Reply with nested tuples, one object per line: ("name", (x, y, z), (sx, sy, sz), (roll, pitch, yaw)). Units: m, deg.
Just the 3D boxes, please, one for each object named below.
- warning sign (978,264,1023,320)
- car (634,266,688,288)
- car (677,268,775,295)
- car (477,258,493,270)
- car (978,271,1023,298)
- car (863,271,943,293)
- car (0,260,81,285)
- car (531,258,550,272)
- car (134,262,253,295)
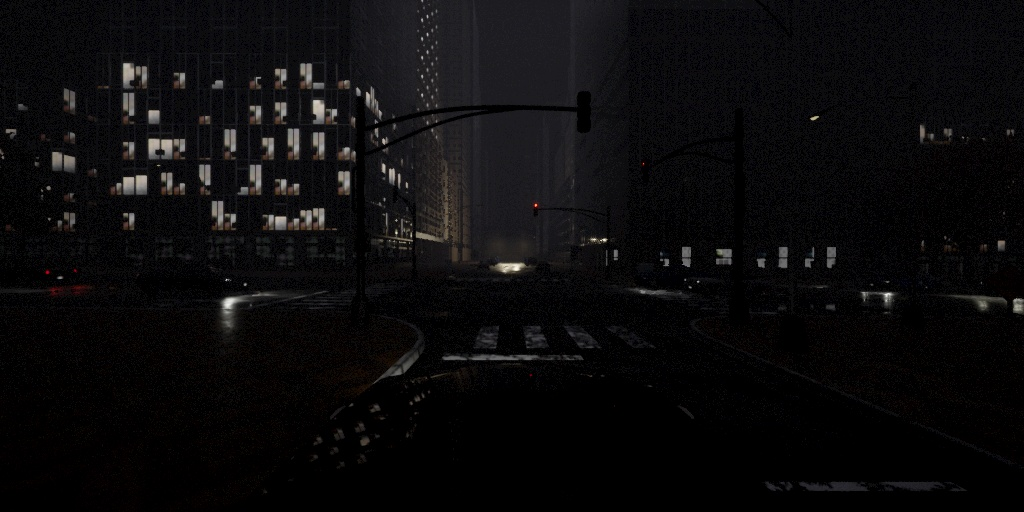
("warning sign", (17.269, 1.204, 12.442), (1.060, 1.860, 1.300), (0, 0, -3))
("car", (11.155, 1.453, 25.058), (5.008, 1.535, 1.882), (1, 0, 1))
("car", (12.953, 1.609, 21.700), (4.718, 1.301, 1.895), (1, 0, -3))
("car", (-4.051, 1.342, 51.726), (1.802, 1.307, 4.207), (0, 0, 0))
("car", (32.567, 1.712, 22.614), (4.553, 1.767, 2.097), (1, 0, -3))
("car", (27.977, 1.802, 25.656), (4.674, 1.442, 1.812), (1, 0, -3))
("car", (-27.317, 0.873, 19.825), (4.718, 1.301, 1.895), (1, 0, -3))
("car", (3.905, 1.329, 46.238), (1.948, 1.339, 4.313), (0, 0, 0))
("car", (-14.958, 1.026, 16.940), (4.674, 1.442, 1.812), (1, 0, -1))
